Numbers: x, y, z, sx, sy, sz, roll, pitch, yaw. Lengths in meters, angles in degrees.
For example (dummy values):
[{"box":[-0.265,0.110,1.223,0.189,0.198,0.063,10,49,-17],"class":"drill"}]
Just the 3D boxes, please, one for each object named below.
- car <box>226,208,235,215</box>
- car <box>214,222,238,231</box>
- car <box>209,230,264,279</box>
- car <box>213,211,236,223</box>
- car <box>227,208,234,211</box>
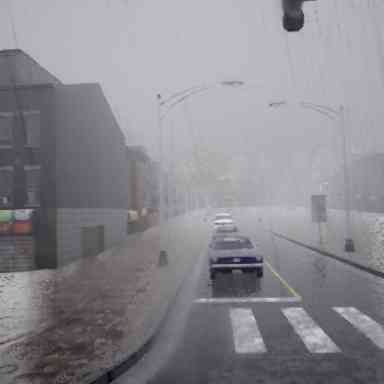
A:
[{"box":[10.893,5.383,94.091,2.097,1.767,4.553,-2,-2,4],"class":"car"},{"box":[2.460,3.059,23.218,1.895,1.301,4.718,-2,-4,4],"class":"car"},{"box":[1.653,2.433,13.101,1.895,1.301,4.718,-2,-4,4],"class":"car"},{"box":[3.637,3.514,37.993,2.150,2.045,5.566,-2,-3,5],"class":"car"},{"box":[10.100,5.379,83.848,1.812,1.442,4.674,-2,-2,4],"class":"car"}]
